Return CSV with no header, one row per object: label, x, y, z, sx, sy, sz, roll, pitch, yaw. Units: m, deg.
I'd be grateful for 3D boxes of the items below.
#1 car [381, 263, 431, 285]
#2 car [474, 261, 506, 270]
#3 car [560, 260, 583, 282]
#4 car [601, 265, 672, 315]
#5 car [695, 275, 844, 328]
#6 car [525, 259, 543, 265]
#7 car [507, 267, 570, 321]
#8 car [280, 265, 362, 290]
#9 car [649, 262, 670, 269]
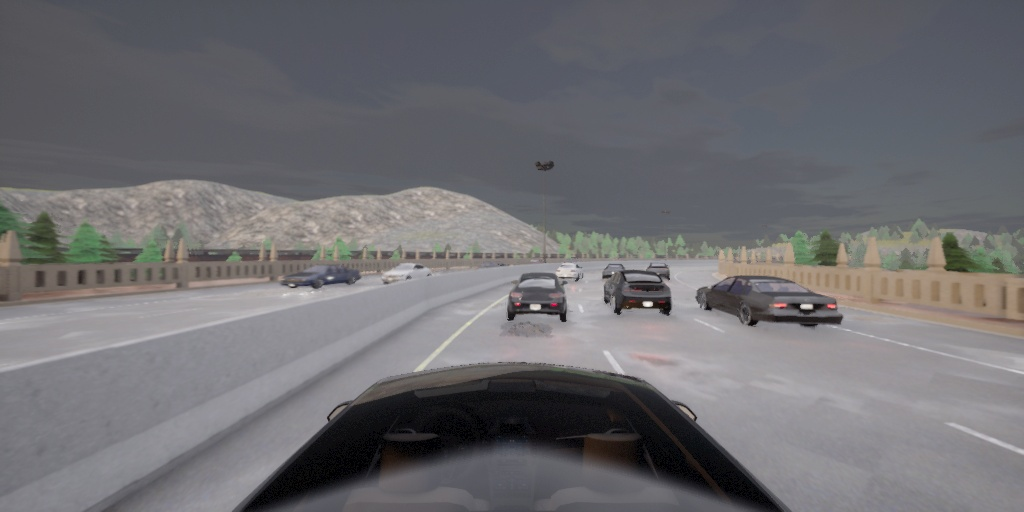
car,-7.435,1.241,25.774,1.812,1.442,4.674,0,0,14
car,-1.862,1.232,32.447,2.128,1.511,4.902,0,0,19
car,4.783,1.296,29.715,1.812,1.442,4.674,0,0,17
car,4.647,1.275,13.786,1.837,1.490,4.892,0,0,8
car,7.811,1.332,11.609,2.033,1.411,5.357,0,0,7
car,3.914,1.290,60.265,1.812,1.442,4.674,0,0,33
car,0.941,1.279,12.444,1.812,1.442,4.674,0,0,7
car,-11.772,1.244,22.640,2.033,1.411,5.357,0,0,12
car,13.174,1.299,32.417,2.128,1.511,4.902,0,0,21
